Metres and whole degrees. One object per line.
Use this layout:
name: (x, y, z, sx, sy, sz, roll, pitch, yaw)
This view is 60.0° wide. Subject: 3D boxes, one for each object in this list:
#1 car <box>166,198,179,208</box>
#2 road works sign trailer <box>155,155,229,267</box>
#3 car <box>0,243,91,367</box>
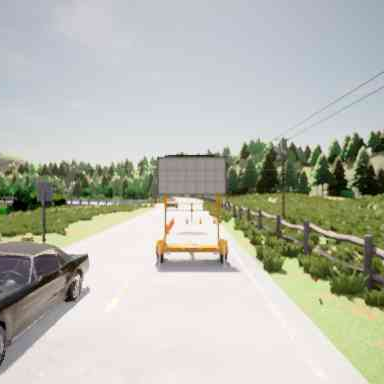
car: (-3.158, 1.701, 52.558, 1.882, 1.535, 5.008, 0, 0, 1)
road works sign trailer: (-0.005, 0.513, 11.521, 2.380, 3.560, 2.880, 0, 0, 0)
car: (-3.303, 1.625, 5.565, 1.895, 1.301, 4.718, 0, 0, 0)
